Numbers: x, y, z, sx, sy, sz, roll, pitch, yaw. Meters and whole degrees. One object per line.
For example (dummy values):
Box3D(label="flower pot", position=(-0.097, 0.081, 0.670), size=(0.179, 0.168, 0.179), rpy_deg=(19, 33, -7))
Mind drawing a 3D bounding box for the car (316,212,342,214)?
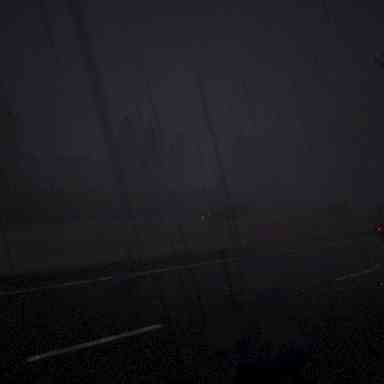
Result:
Box3D(label="car", position=(12.955, 1.689, 30.974), size=(4.674, 1.442, 1.812), rpy_deg=(0, 0, -41))

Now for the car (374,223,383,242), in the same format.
Box3D(label="car", position=(10.565, 1.701, 15.592), size=(4.718, 1.301, 1.895), rpy_deg=(0, 0, -36))

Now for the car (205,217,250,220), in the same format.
Box3D(label="car", position=(3.039, 1.653, 27.585), size=(5.357, 1.411, 2.033), rpy_deg=(0, 0, -35))
